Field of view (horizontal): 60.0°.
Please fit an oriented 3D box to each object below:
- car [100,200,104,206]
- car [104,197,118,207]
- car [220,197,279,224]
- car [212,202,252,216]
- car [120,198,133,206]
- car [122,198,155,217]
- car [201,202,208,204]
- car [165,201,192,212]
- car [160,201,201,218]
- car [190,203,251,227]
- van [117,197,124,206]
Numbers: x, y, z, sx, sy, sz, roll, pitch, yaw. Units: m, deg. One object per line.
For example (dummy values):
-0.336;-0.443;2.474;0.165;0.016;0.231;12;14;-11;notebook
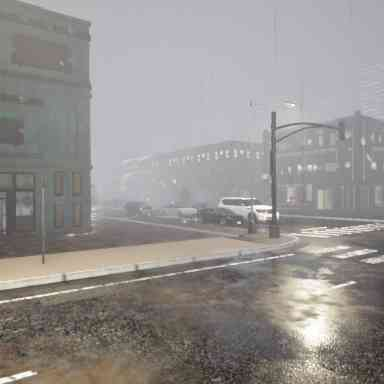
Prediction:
-17.622;2.227;68.872;1.887;1.381;4.507;-1;0;-35;car
-14.488;1.940;64.313;2.192;1.841;5.009;-1;0;-35;car
4.337;1.442;26.783;2.150;2.045;5.566;-1;0;-35;car
4.352;1.809;36.960;2.008;1.369;4.403;-2;0;-35;car
-7.282;1.931;43.686;1.882;1.535;5.008;-1;0;-34;car
-5.691;1.846;36.764;1.967;1.590;4.097;-1;0;-35;car
1.214;1.904;41.519;1.802;1.307;4.206;-1;0;-35;car
-1.925;1.966;46.078;1.802;1.307;4.206;-1;0;-35;car
-1.432;1.938;35.169;1.895;1.301;4.718;-1;0;-35;car
2.082;1.814;25.267;1.947;1.339;4.313;-1;0;-35;car
-11.348;1.907;59.754;1.690;1.788;3.998;-1;0;-35;van
